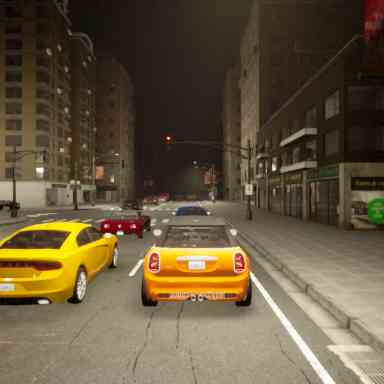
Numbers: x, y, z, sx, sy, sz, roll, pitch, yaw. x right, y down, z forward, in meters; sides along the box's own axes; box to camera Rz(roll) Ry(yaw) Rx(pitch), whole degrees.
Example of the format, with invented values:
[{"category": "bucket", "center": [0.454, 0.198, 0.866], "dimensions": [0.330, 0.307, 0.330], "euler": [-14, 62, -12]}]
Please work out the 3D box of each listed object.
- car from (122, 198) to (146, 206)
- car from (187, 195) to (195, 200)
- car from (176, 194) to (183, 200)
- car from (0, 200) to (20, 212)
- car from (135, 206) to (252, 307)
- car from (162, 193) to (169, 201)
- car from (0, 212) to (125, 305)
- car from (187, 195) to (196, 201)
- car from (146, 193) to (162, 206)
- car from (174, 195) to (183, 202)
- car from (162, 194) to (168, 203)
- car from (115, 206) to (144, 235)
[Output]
[{"category": "car", "center": [-6.675, 1.536, 37.196], "dimensions": [1.812, 1.442, 4.674], "euler": [0, 0, 0]}, {"category": "car", "center": [-0.182, 1.483, 90.800], "dimensions": [2.033, 1.411, 5.357], "euler": [0, 0, 0]}, {"category": "car", "center": [-3.432, 1.421, 90.794], "dimensions": [1.882, 1.535, 5.008], "euler": [0, 0, 0]}, {"category": "car", "center": [-22.226, 1.596, 38.513], "dimensions": [4.313, 1.339, 1.947], "euler": [0, 0, 0]}, {"category": "car", "center": [0.084, 1.353, 8.164], "dimensions": [2.097, 1.767, 4.553], "euler": [0, 0, 0]}, {"category": "car", "center": [-6.658, 1.269, 78.750], "dimensions": [2.150, 2.045, 5.566], "euler": [0, 0, 0]}, {"category": "car", "center": [-3.165, 1.478, 8.173], "dimensions": [1.882, 1.535, 5.008], "euler": [0, 0, 0]}, {"category": "car", "center": [-0.161, 1.399, 80.765], "dimensions": [2.097, 1.767, 4.553], "euler": [0, 0, 0]}, {"category": "car", "center": [-6.698, 1.374, 54.893], "dimensions": [2.097, 1.767, 4.553], "euler": [0, 0, 0]}, {"category": "car", "center": [-3.410, 1.543, 80.372], "dimensions": [1.837, 1.490, 4.892], "euler": [0, 0, 0]}, {"category": "car", "center": [-6.650, 1.634, 67.908], "dimensions": [1.895, 1.301, 4.718], "euler": [0, 0, 0]}, {"category": "car", "center": [-3.284, 1.603, 17.430], "dimensions": [1.895, 1.301, 4.718], "euler": [0, 0, 0]}]
